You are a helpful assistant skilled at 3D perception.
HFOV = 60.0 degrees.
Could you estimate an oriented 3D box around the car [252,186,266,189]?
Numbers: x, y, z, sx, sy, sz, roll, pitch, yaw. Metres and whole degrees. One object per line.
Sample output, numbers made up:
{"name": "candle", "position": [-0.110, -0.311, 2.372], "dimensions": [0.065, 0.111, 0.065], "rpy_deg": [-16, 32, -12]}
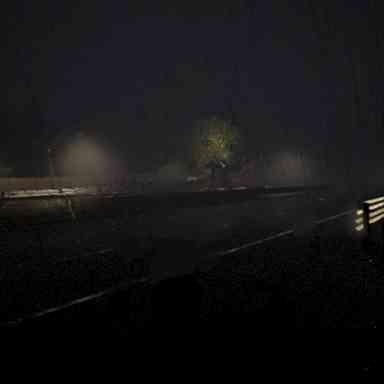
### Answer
{"name": "car", "position": [10.494, -0.182, 53.156], "dimensions": [2.097, 1.767, 4.553], "rpy_deg": [-1, 1, 39]}
